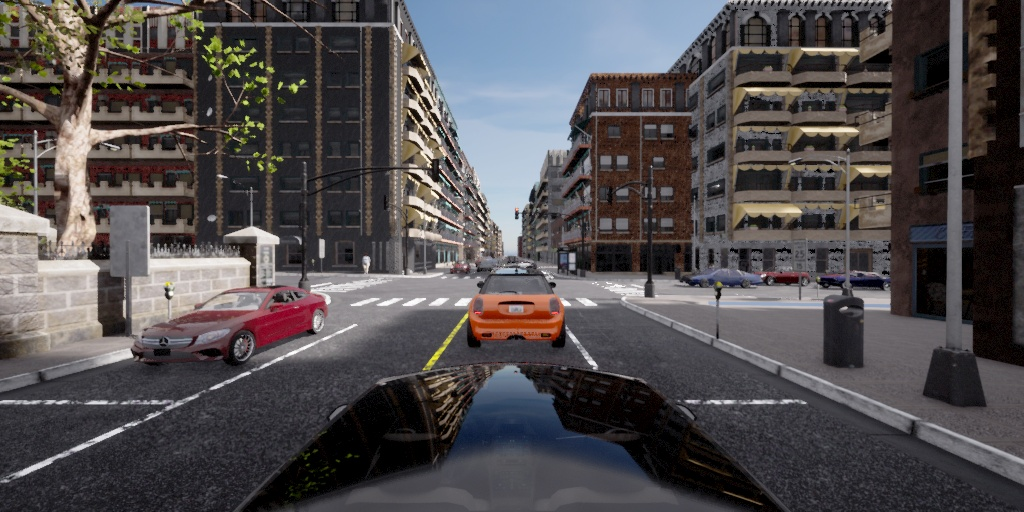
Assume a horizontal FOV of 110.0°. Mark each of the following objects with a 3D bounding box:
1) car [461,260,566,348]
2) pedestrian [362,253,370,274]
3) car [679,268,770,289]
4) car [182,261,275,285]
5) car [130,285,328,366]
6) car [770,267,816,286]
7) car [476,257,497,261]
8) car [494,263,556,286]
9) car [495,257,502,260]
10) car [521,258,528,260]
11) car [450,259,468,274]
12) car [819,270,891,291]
[{"bbox_3d":[0.118,1.100,9.439,2.097,1.767,4.553,0,0,1],"label":"car"},{"bbox_3d":[-12.751,0.648,31.322,0.375,1.860,0.375,0,-1,-1],"label":"pedestrian"},{"bbox_3d":[15.217,1.581,26.168,5.357,1.411,2.033,1,0,-1],"label":"car"},{"bbox_3d":[-17.675,1.032,22.524,4.181,1.385,1.994,1,0,-1],"label":"car"},{"bbox_3d":[-5.696,1.330,7.929,1.802,1.307,4.207,0,0,0],"label":"car"},{"bbox_3d":[21.345,1.567,28.812,4.097,1.591,1.967,0,0,-1],"label":"car"},{"bbox_3d":[-3.154,1.245,42.352,1.837,1.490,4.892,0,1,0],"label":"car"},{"bbox_3d":[0.856,1.271,26.209,1.812,1.442,4.674,-1,1,-43],"label":"car"},{"bbox_3d":[-3.161,1.304,58.975,1.994,1.385,4.181,0,0,0],"label":"car"},{"bbox_3d":[2.625,1.292,51.623,2.007,1.370,4.403,0,0,0],"label":"car"},{"bbox_3d":[-5.740,1.182,40.339,1.967,1.591,4.097,0,0,0],"label":"car"},{"bbox_3d":[25.250,1.812,26.300,4.718,1.301,1.895,1,0,-1],"label":"car"}]
